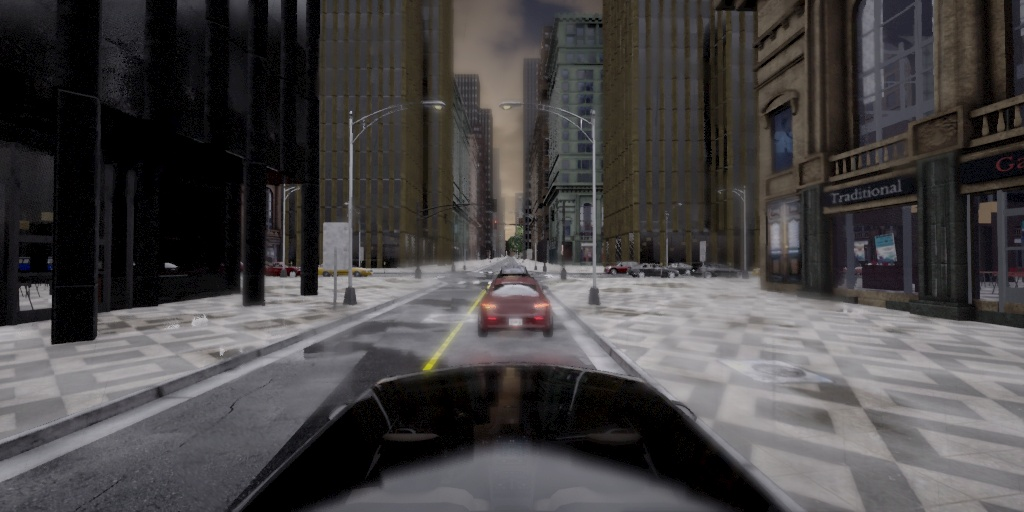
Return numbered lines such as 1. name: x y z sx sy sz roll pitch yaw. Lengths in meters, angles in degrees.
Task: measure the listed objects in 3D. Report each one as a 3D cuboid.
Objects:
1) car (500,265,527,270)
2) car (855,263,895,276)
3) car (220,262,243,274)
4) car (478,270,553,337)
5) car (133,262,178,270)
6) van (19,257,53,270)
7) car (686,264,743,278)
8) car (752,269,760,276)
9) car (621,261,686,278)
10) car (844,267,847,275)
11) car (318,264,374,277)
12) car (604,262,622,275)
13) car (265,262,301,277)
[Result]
1. car: 0.092 1.247 19.394 2.128 1.511 4.902 0 0 0
2. car: 40.656 1.455 40.018 4.097 1.591 1.967 0 0 0
3. car: -30.973 1.305 39.751 4.507 1.381 1.888 0 0 0
4. car: 0.088 1.278 10.141 1.812 1.442 4.674 0 0 0
5. car: -30.673 1.196 31.228 4.313 1.339 1.948 0 0 0
6. van: -41.274 0.956 31.188 3.998 1.789 1.690 0 0 0
7. car: 17.986 1.330 31.410 4.313 1.339 1.948 0 0 0
8. car: 23.823 1.314 31.431 4.829 1.417 1.751 0 0 0
9. car: 12.316 1.294 31.389 4.403 1.370 2.007 0 0 0
10. car: 34.989 1.561 39.997 4.207 1.307 1.802 0 0 0
11. car: -14.603 1.188 31.288 4.829 1.417 1.751 0 0 0
12. car: 12.315 1.313 39.913 4.097 1.591 1.967 0 0 0
13. car: -20.073 1.195 31.268 4.507 1.381 1.888 0 0 0
